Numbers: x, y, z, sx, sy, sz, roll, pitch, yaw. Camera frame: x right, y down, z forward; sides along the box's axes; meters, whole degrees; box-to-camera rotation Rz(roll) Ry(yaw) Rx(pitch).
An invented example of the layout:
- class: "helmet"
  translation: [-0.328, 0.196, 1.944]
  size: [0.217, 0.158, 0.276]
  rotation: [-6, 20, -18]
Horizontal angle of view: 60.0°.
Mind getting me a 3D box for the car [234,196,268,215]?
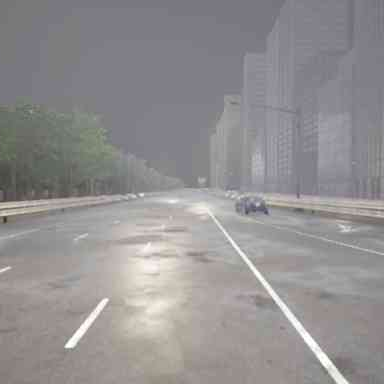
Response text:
- class: "car"
  translation: [5.396, 1.137, 30.829]
  size: [2.097, 1.767, 4.553]
  rotation: [0, 1, -7]
